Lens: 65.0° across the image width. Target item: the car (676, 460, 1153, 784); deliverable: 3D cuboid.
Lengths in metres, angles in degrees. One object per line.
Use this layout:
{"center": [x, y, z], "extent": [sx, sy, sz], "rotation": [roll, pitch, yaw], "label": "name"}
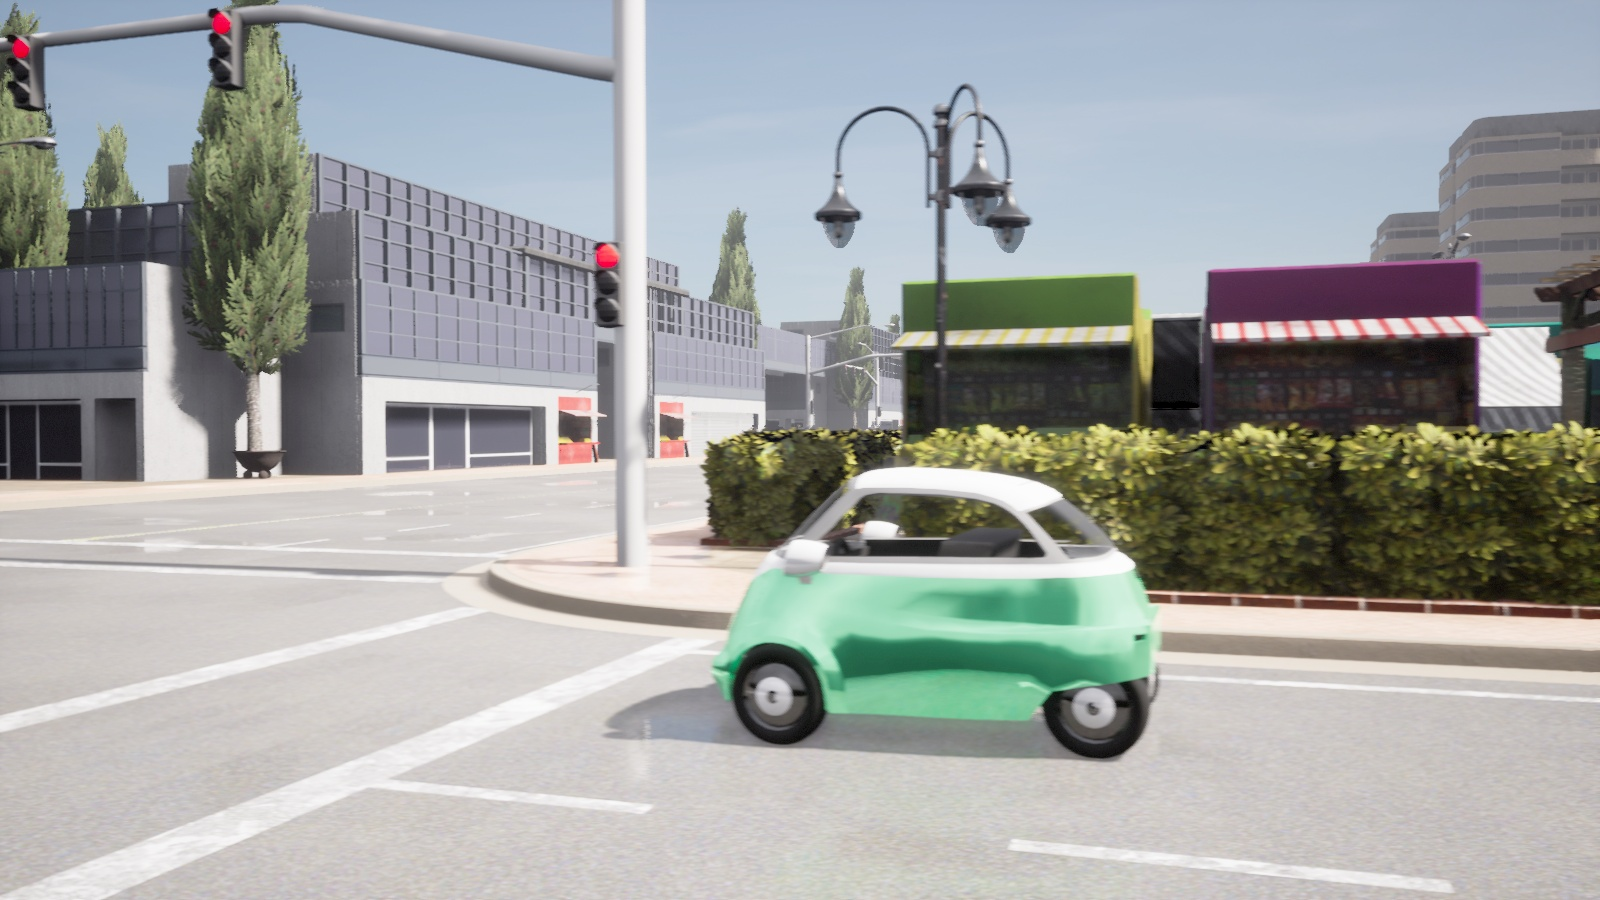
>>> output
{"center": [0.667, 0.778, 6.662], "extent": [2.207, 1.376, 1.481], "rotation": [1, 1, 19], "label": "car"}
